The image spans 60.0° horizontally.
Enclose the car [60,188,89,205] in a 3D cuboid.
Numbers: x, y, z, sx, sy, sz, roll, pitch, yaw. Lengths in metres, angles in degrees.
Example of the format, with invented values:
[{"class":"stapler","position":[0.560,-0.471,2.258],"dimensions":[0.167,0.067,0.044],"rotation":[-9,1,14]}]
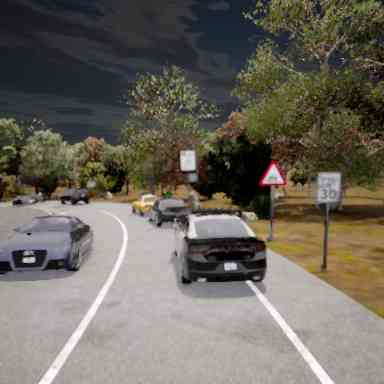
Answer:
[{"class":"car","position":[-15.572,0.584,43.985],"dimensions":[2.150,2.045,5.566],"rotation":[-5,3,-41]}]

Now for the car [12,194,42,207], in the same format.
[{"class":"car","position":[-24.062,1.247,47.706],"dimensions":[4.902,1.511,2.128],"rotation":[-2,3,42]}]

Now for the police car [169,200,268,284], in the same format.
[{"class":"police car","position":[0.516,1.244,9.301],"dimensions":[1.930,1.638,5.238],"rotation":[-1,1,-6]}]

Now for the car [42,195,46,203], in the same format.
[{"class":"car","position":[-25.515,1.063,53.480],"dimensions":[4.902,1.511,2.128],"rotation":[-2,4,34]}]

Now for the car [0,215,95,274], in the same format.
[{"class":"car","position":[-4.180,1.415,9.988],"dimensions":[1.994,1.385,4.181],"rotation":[-1,1,-8]}]

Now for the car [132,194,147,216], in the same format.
[{"class":"car","position":[-3.401,0.906,25.594],"dimensions":[1.801,1.575,5.366],"rotation":[-2,2,-21]}]

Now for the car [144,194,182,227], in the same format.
[{"class":"car","position":[-1.395,1.085,19.456],"dimensions":[1.837,1.490,4.892],"rotation":[-2,2,-15]}]
